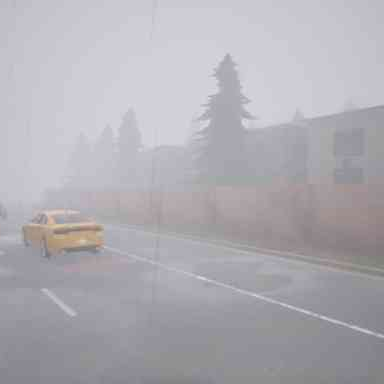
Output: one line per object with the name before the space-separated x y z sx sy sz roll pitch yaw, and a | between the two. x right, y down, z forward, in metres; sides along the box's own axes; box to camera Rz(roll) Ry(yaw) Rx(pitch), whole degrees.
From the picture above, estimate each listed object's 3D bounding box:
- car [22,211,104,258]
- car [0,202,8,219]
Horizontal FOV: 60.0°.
car | -5.117 1.450 12.825 1.882 1.535 5.008 0 0 -38
car | -16.568 1.464 27.418 2.033 1.411 5.357 0 0 -38
